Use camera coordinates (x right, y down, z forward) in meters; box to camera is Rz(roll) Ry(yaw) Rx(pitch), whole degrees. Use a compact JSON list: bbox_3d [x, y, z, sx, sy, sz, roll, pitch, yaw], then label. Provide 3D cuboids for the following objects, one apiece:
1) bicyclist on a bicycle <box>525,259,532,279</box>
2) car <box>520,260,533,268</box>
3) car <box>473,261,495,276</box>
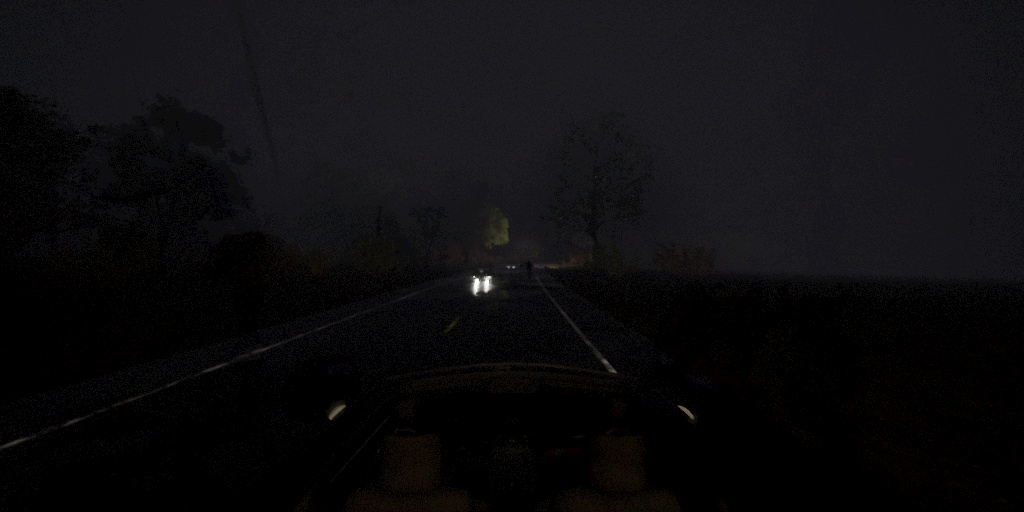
[{"bbox_3d":[1.402,1.215,29.496,0.582,1.620,1.656,0,0,2],"label":"bicyclist on a bicycle"},{"bbox_3d":[2.476,1.451,65.371,1.994,1.385,4.181,0,0,5],"label":"car"},{"bbox_3d":[-2.835,1.252,37.123,2.128,1.511,4.902,0,0,3],"label":"car"}]
